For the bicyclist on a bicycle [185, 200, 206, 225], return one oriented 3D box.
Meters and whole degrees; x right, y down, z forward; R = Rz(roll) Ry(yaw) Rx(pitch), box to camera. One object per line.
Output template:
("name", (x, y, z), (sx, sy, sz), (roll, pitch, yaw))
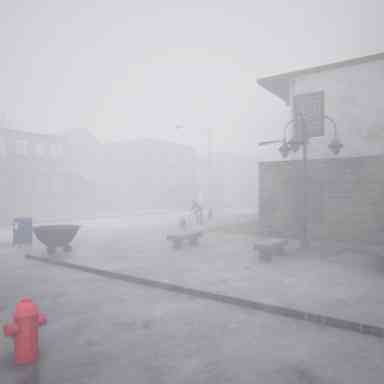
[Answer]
("bicyclist on a bicycle", (0.232, 1.336, 21.669), (1.656, 1.620, 0.582), (0, 0, 35))
